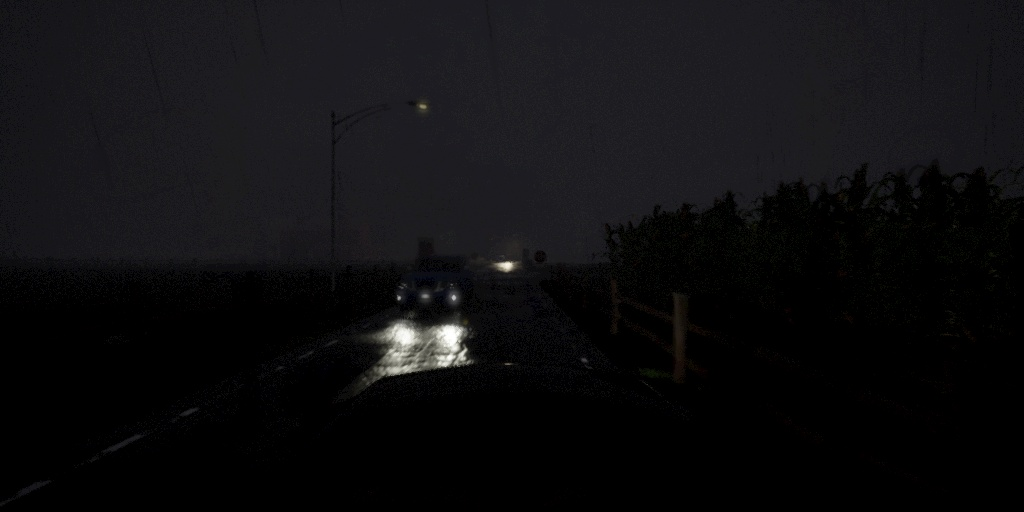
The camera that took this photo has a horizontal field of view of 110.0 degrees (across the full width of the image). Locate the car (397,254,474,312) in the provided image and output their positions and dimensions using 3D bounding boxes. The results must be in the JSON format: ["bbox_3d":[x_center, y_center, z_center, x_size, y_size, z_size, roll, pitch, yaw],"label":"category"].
[{"bbox_3d":[-2.829,0.954,14.521,2.150,2.045,5.566,0,0,0],"label":"car"}]

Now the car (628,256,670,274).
[{"bbox_3d":[13.983,0.993,35.004,5.566,2.045,2.150,0,1,0],"label":"car"}]
